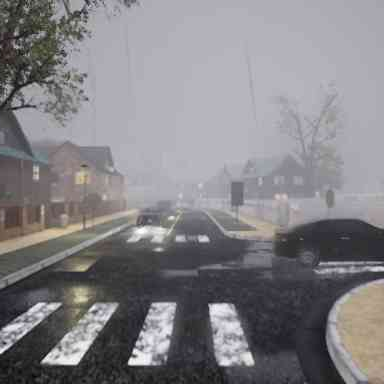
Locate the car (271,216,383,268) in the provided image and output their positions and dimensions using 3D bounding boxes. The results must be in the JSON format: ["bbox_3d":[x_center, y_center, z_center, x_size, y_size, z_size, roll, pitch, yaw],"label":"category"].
[{"bbox_3d":[4.868,1.492,10.346,4.674,1.442,1.812,-2,0,13],"label":"car"}]

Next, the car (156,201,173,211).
[{"bbox_3d":[-4.186,2.047,50.231,1.812,1.442,4.674,0,-1,-13],"label":"car"}]

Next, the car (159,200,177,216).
[{"bbox_3d":[-3.007,1.693,37.121,2.097,1.767,4.553,0,0,-2],"label":"car"}]

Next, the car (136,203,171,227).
[{"bbox_3d":[-2.862,1.791,24.577,1.994,1.385,4.181,0,0,0],"label":"car"}]

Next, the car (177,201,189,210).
[{"bbox_3d":[-1.892,2.091,53.089,1.812,1.442,4.674,0,-1,-15],"label":"car"}]
